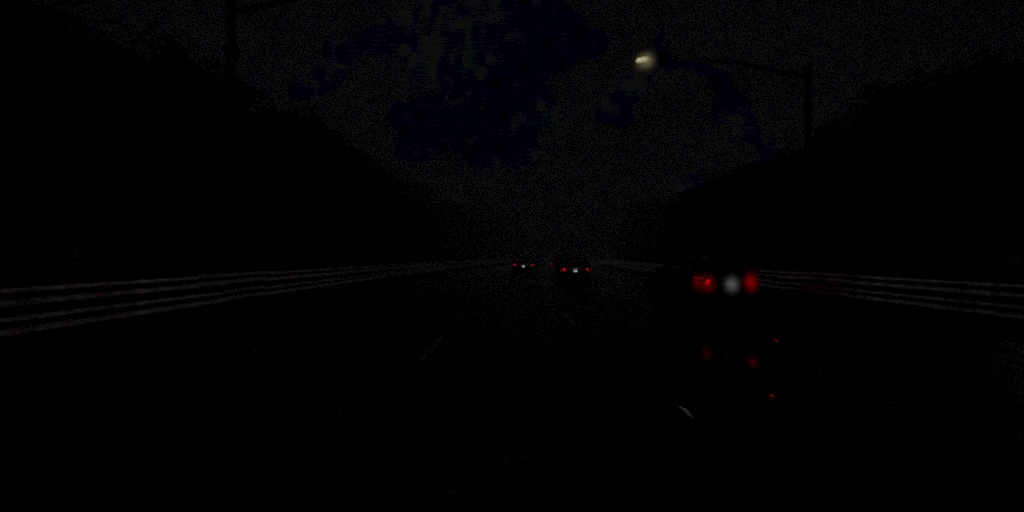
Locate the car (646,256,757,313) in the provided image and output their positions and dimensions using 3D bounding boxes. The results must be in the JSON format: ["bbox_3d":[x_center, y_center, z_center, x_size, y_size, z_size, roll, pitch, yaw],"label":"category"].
[{"bbox_3d":[7.271,1.022,14.422,2.150,2.045,5.566,0,0,2],"label":"car"}]

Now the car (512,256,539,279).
[{"bbox_3d":[1.198,0.988,33.448,2.150,2.045,5.566,0,0,5],"label":"car"}]

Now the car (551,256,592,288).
[{"bbox_3d":[4.074,1.003,24.618,2.150,2.045,5.566,0,0,4],"label":"car"}]
